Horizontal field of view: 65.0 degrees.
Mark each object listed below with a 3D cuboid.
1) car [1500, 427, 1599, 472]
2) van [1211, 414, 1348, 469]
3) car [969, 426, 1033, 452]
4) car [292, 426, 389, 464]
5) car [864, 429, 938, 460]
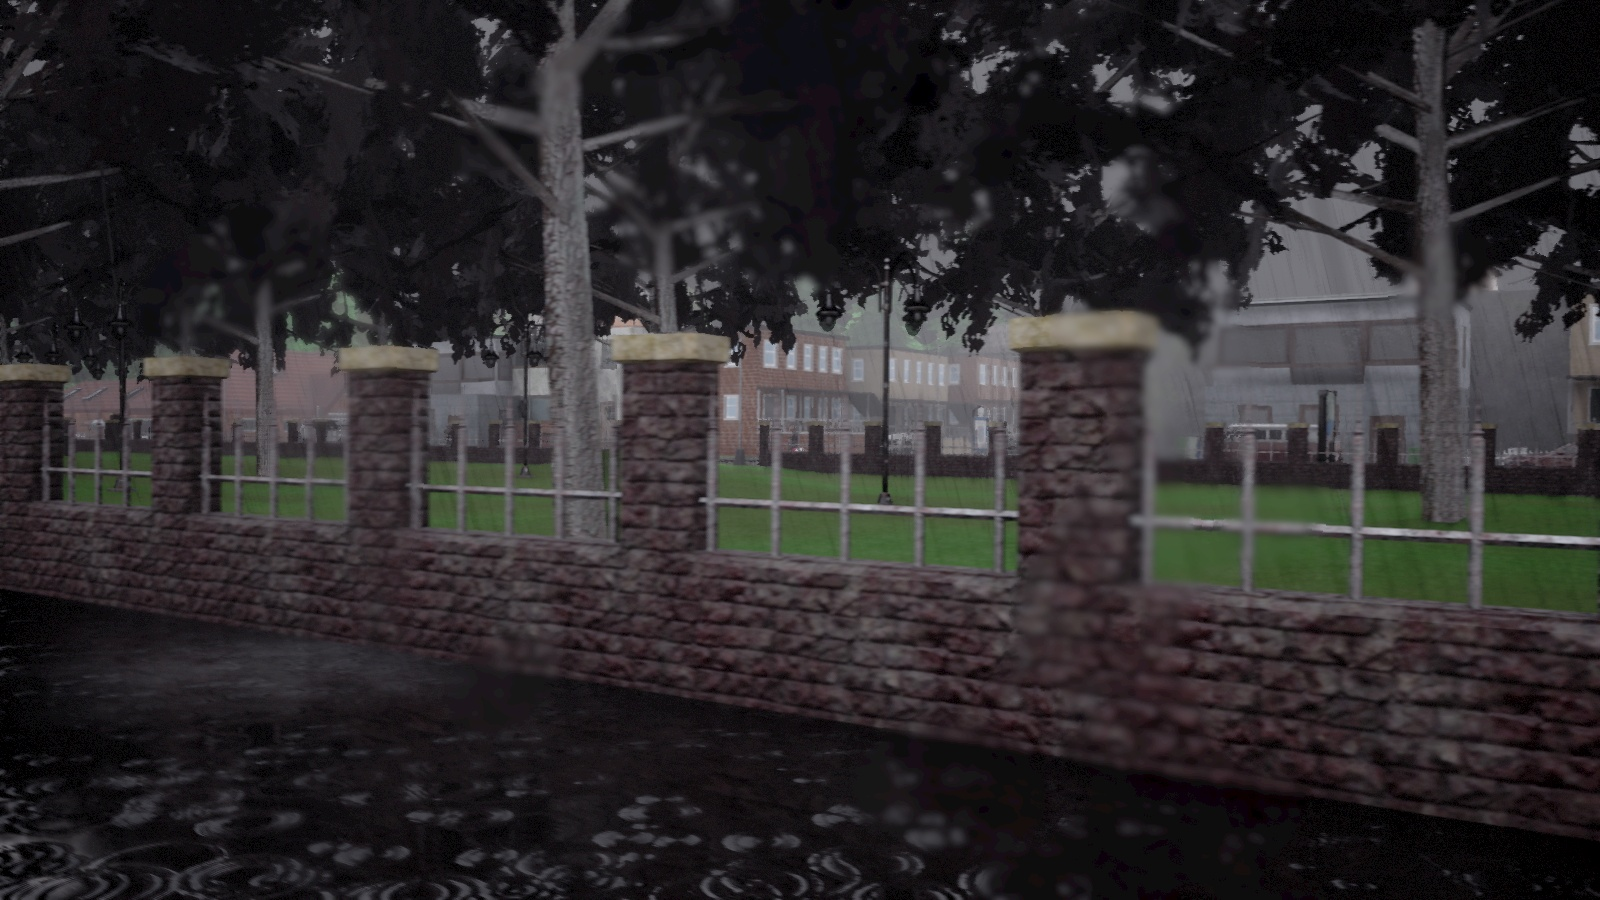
[{"bbox_3d":[25.833,-0.042,41.401,4.674,1.442,1.812,0,1,34],"label":"car"},{"bbox_3d":[17.819,-0.315,46.733,4.442,1.987,1.775,0,1,34],"label":"van"},{"bbox_3d":[13.006,-0.715,81.139,2.152,1.651,5.027,0,1,34],"label":"car"},{"bbox_3d":[-26.015,-0.284,71.077,5.566,2.045,2.150,0,1,32],"label":"car"},{"bbox_3d":[5.687,-0.348,70.175,2.033,1.649,4.856,0,1,34],"label":"car"}]
